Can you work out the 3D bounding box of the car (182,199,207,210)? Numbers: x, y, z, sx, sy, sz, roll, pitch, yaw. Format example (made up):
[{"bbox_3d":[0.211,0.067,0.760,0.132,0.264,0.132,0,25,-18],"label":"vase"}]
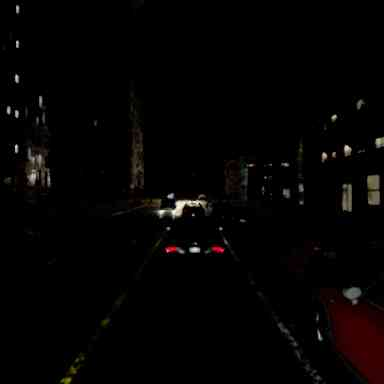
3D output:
[{"bbox_3d":[0.098,1.613,29.803,1.895,1.301,4.718,0,0,0],"label":"car"}]

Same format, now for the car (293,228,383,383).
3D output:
[{"bbox_3d":[2.705,1.442,3.463,1.967,1.590,4.097,1,0,0],"label":"car"}]

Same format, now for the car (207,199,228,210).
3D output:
[{"bbox_3d":[2.708,1.579,30.851,1.947,1.339,4.313,1,0,0],"label":"car"}]

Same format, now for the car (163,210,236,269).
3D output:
[{"bbox_3d":[0.083,1.554,11.135,2.033,1.411,5.357,0,0,0],"label":"car"}]

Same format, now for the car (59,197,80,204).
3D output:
[{"bbox_3d":[-23.098,1.590,63.471,4.097,1.590,1.967,-1,0,1],"label":"car"}]

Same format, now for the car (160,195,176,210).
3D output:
[{"bbox_3d":[-3.076,1.493,43.546,1.882,1.535,5.008,0,0,0],"label":"car"}]

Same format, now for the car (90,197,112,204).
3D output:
[{"bbox_3d":[-17.414,1.677,63.414,4.206,1.307,1.802,-1,0,1],"label":"car"}]

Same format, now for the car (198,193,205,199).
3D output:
[{"bbox_3d":[2.720,1.455,85.244,1.967,1.590,4.097,1,0,0],"label":"car"}]

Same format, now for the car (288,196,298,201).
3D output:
[{"bbox_3d":[20.694,1.257,63.042,4.829,1.417,1.752,-1,0,1],"label":"car"}]

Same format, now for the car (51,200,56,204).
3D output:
[{"bbox_3d":[-28.611,1.728,63.524,4.829,1.417,1.752,-1,0,1],"label":"car"}]

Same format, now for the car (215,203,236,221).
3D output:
[{"bbox_3d":[2.706,1.575,19.896,1.947,1.339,4.313,1,0,0],"label":"car"}]

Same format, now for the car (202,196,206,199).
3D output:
[{"bbox_3d":[2.835,1.598,47.282,1.802,1.307,4.206,1,0,0],"label":"car"}]

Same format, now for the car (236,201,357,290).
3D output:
[{"bbox_3d":[2.708,1.320,8.942,2.192,1.841,5.009,1,0,0],"label":"car"}]

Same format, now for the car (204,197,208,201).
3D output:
[{"bbox_3d":[2.709,1.565,36.329,2.008,1.369,4.403,1,0,0],"label":"car"}]
